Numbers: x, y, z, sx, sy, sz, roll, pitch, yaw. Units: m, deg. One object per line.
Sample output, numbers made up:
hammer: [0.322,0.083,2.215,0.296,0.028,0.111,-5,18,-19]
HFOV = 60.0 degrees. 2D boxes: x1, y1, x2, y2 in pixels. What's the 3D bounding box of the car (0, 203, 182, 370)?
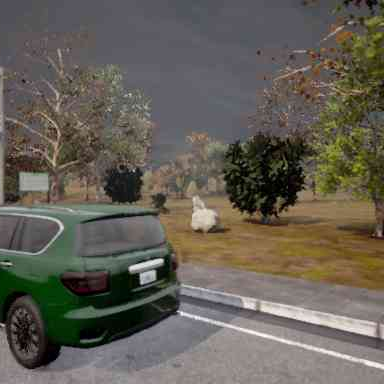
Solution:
car: [-2.767,1.218,5.945,5.566,2.045,2.150,0,0,35]
